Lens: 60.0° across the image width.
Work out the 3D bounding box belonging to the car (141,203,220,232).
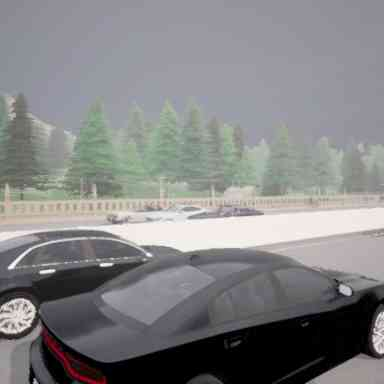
[{"bbox_3d":[-0.658,1.483,20.715,4.674,1.442,1.812,0,0,-35],"label":"car"}]

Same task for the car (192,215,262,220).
[{"bbox_3d":[1.861,1.446,18.213,4.902,1.511,2.128,0,0,-35],"label":"car"}]

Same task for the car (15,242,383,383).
[{"bbox_3d":[0.713,1.466,4.259,5.008,1.535,1.882,0,0,-35],"label":"car"}]

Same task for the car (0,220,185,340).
[{"bbox_3d":[-2.056,1.497,6.581,4.892,1.490,1.837,0,0,-35],"label":"car"}]
